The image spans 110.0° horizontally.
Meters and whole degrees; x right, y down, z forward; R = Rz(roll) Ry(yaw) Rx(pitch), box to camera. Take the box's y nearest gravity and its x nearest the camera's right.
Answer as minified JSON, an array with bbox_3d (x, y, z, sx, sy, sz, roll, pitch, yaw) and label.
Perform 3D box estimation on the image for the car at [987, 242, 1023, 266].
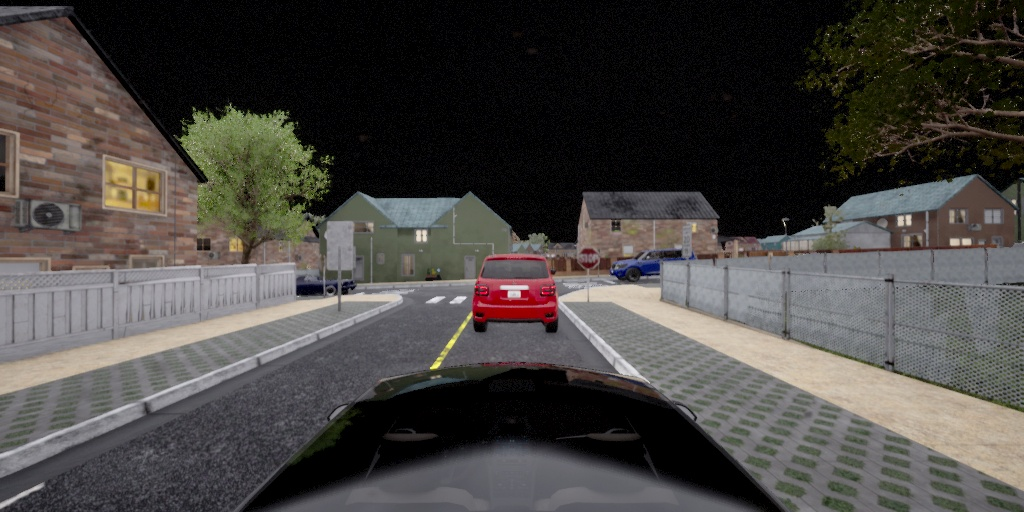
[{"bbox_3d":[34.094,-0.170,23.501,4.553,1.767,2.097,-2,0,-1],"label":"car"}]

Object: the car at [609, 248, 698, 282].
[{"bbox_3d":[9.295,0.580,23.542,5.566,2.045,2.150,-2,0,-2],"label":"car"}]

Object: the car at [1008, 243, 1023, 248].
[{"bbox_3d":[31.404,0.073,20.569,4.674,1.442,1.812,-2,0,0],"label":"car"}]

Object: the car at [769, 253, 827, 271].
[{"bbox_3d":[19.094,0.531,23.587,4.674,1.442,1.812,-2,0,0],"label":"car"}]

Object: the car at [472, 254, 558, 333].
[{"bbox_3d":[0.167,0.969,10.887,2.150,2.045,5.566,0,0,2],"label":"car"}]

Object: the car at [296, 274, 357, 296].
[{"bbox_3d":[-11.637,1.715,20.821,4.718,1.301,1.895,-2,0,0],"label":"car"}]
